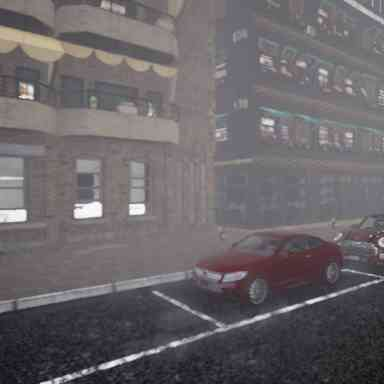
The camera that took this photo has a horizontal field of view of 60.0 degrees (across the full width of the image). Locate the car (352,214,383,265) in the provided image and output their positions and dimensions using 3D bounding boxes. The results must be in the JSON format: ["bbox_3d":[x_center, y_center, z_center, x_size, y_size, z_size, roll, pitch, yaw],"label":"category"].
[{"bbox_3d":[6.512,1.466,11.178,4.097,1.590,1.967,0,-1,-35],"label":"car"}]

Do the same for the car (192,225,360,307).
[{"bbox_3d":[1.953,1.596,7.923,4.206,1.307,1.802,0,-1,-35],"label":"car"}]
